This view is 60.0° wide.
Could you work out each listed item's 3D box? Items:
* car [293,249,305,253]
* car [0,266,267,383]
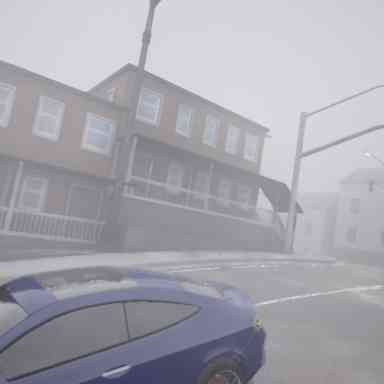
[{"bbox_3d":[8.815,5.834,30.355,2.128,1.511,4.902,13,-16,-34],"label":"car"},{"bbox_3d":[-1.294,1.522,3.056,4.674,1.442,1.812,1,0,-36],"label":"car"}]
